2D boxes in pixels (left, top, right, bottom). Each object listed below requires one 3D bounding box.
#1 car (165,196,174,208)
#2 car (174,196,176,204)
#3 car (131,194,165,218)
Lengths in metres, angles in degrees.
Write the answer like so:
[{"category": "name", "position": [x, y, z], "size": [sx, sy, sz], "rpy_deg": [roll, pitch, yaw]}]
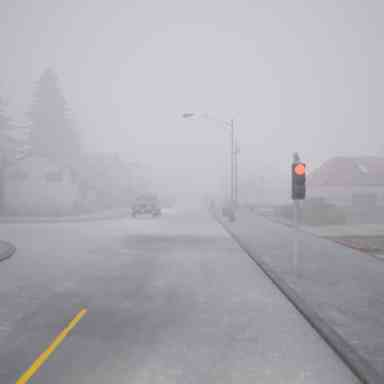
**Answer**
[{"category": "car", "position": [-4.068, 1.475, 47.082], "size": [2.128, 1.511, 4.902], "rpy_deg": [0, 0, 0]}, {"category": "car", "position": [-4.021, 1.480, 62.979], "size": [1.837, 1.490, 4.892], "rpy_deg": [0, 0, 0]}, {"category": "car", "position": [-4.103, 1.210, 30.665], "size": [2.150, 2.045, 5.566], "rpy_deg": [0, 0, 1]}]
